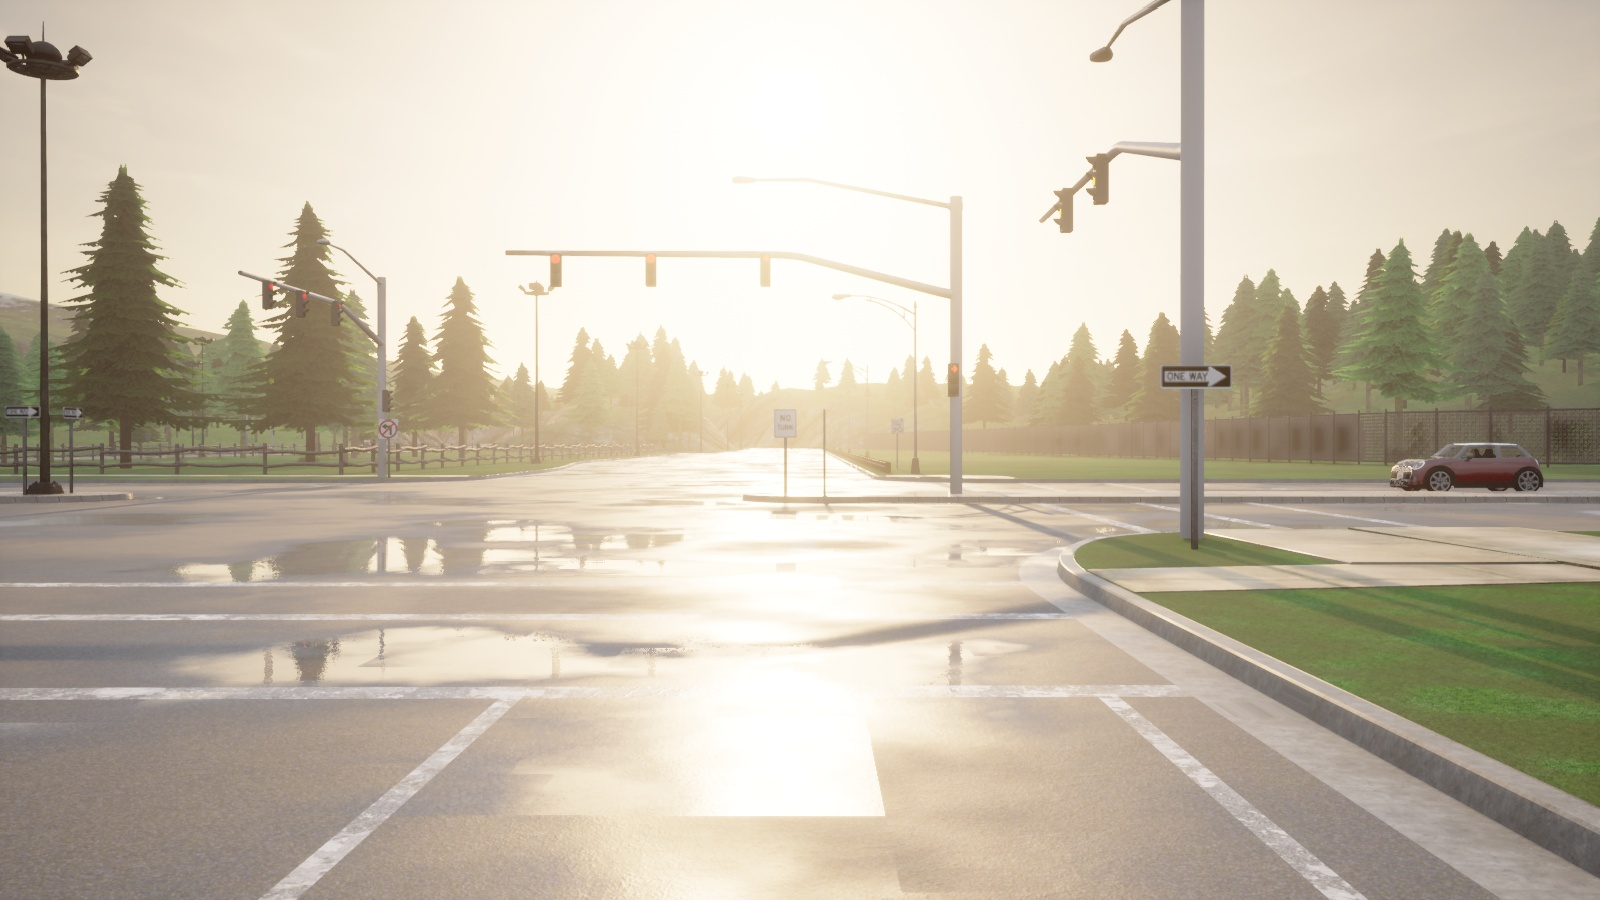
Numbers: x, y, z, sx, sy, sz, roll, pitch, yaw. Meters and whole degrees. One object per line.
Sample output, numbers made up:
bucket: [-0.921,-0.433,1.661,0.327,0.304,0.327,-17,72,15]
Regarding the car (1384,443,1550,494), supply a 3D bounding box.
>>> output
car: [19.433,0.520,36.738,3.806,1.475,1.970,0,0,1]
